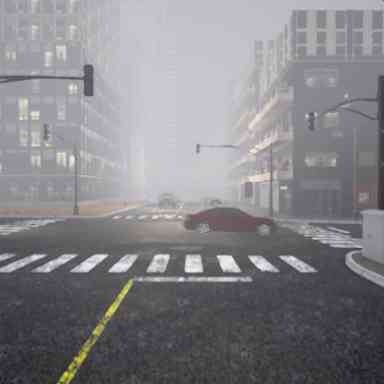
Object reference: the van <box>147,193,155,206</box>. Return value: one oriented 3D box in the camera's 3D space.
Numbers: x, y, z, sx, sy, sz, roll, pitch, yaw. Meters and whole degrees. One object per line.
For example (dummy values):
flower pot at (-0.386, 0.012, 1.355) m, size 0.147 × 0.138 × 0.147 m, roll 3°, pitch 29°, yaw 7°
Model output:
van at (-5.683, 1.099, 49.657) m, size 1.690 × 1.788 × 3.998 m, roll 0°, pitch 0°, yaw 0°

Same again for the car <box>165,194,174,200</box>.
car at (-5.674, 1.152, 83.583) m, size 2.008 × 1.369 × 4.403 m, roll 0°, pitch 0°, yaw 0°

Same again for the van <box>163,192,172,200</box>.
van at (-5.677, 0.968, 77.928) m, size 1.690 × 1.788 × 3.998 m, roll 0°, pitch 0°, yaw 0°

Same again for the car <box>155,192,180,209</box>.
car at (-3.074, 1.009, 42.704) m, size 2.150 × 2.045 × 5.566 m, roll 0°, pitch 1°, yaw 0°

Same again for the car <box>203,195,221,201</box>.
car at (2.697, 1.371, 39.690) m, size 1.947 × 1.339 × 4.313 m, roll 0°, pitch 0°, yaw 0°

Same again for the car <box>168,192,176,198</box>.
car at (-5.673, 0.865, 94.891) m, size 2.192 × 1.841 × 5.009 m, roll 0°, pitch 0°, yaw 0°

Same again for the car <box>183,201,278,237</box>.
car at (2.015, 1.462, 17.634) m, size 5.008 × 1.535 × 1.882 m, roll 1°, pitch 0°, yaw -1°

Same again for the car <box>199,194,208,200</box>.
car at (2.704, 1.172, 77.927) m, size 1.887 × 1.381 × 4.507 m, roll 0°, pitch 0°, yaw 0°

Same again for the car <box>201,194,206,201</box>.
car at (2.698, 1.303, 49.657) m, size 1.887 × 1.381 × 4.507 m, roll 0°, pitch 0°, yaw 0°

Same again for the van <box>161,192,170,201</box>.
van at (-5.678, 0.994, 72.273) m, size 1.690 × 1.788 × 3.998 m, roll 0°, pitch 0°, yaw 0°
